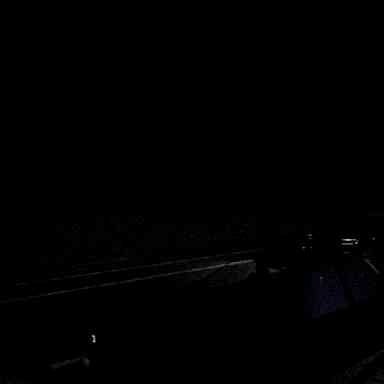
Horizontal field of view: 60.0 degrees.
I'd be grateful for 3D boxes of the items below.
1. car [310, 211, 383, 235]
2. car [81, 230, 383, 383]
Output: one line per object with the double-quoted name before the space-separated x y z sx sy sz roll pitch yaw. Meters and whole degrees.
"car" 6.277 1.488 12.136 5.008 1.535 1.882 0 0 -35
"car" 1.375 1.551 4.616 5.357 1.411 2.033 0 0 -35
